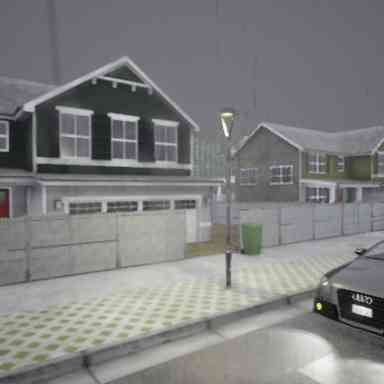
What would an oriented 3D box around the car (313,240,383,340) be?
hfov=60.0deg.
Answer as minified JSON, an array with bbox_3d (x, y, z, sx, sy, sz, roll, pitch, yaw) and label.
[{"bbox_3d":[4.092,1.534,5.984,4.181,1.385,1.994,0,0,-35],"label":"car"}]
